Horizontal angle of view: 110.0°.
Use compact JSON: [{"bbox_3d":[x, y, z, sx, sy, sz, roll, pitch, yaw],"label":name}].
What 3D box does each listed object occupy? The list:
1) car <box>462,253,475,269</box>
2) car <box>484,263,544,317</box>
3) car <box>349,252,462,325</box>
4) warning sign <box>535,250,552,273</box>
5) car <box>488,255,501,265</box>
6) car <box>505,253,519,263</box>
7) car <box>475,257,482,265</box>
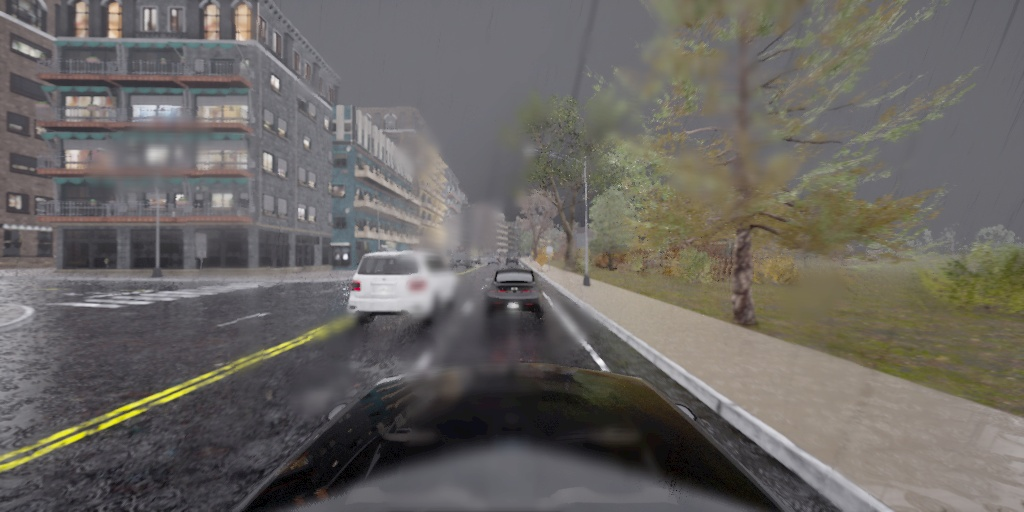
[{"bbox_3d":[-6.584,0.628,47.474,2.150,2.045,5.566,0,0,0],"label":"car"},{"bbox_3d":[0.083,1.172,12.641,1.837,1.490,4.892,0,0,0],"label":"car"},{"bbox_3d":[-3.169,0.896,11.574,2.150,2.045,5.566,0,0,0],"label":"car"},{"bbox_3d":[2.844,0.620,34.002,1.300,1.860,1.060,0,0,0],"label":"warning sign"},{"bbox_3d":[-3.261,0.834,63.233,2.033,1.411,5.357,0,0,0],"label":"car"},{"bbox_3d":[-0.011,0.508,63.261,2.150,2.045,5.566,0,0,0],"label":"car"},{"bbox_3d":[-6.523,0.831,64.738,2.033,1.411,5.357,0,0,0],"label":"car"}]
